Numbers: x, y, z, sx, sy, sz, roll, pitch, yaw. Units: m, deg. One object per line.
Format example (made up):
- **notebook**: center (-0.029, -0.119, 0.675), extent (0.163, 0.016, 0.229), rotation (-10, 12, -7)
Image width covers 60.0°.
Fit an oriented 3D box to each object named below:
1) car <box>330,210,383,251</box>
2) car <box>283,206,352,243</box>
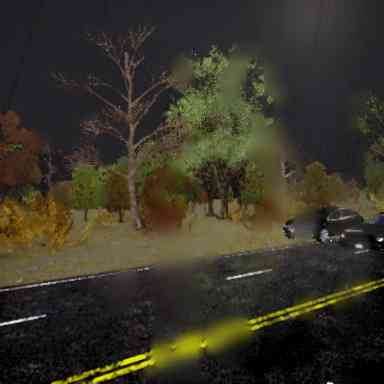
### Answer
- **car**: center (8.103, 1.520, 13.283), extent (5.357, 1.411, 2.033), rotation (0, 0, -34)
- **car**: center (6.493, 1.486, 16.186), extent (4.892, 1.490, 1.837), rotation (0, 0, -35)
